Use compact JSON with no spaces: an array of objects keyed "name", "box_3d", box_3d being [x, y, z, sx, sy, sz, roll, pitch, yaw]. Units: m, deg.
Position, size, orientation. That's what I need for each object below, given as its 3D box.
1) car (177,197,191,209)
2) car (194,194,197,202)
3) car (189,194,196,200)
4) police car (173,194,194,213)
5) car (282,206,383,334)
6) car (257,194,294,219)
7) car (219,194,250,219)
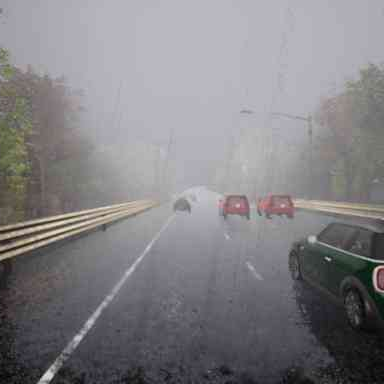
[{"name":"car","box_3d":[-1.035,1.431,46.328,1.882,1.535,5.008,0,0,0]},{"name":"car","box_3d":[0.022,1.406,70.619,2.033,1.411,5.357,0,0,0]},{"name":"car","box_3d":[0.028,1.229,90.250,1.837,1.490,4.892,0,1,0]},{"name":"police car","box_3d":[-1.038,1.389,36.435,1.930,1.638,5.238,0,0,0]},{"name":"car","box_3d":[3.602,1.345,6.914,2.097,1.767,4.553,0,0,0]},{"name":"car","box_3d":[7.109,1.192,28.768,2.150,2.045,5.566,0,0,0]},{"name":"car","box_3d":[3.609,1.192,28.873,2.150,2.045,5.566,0,0,0]}]
